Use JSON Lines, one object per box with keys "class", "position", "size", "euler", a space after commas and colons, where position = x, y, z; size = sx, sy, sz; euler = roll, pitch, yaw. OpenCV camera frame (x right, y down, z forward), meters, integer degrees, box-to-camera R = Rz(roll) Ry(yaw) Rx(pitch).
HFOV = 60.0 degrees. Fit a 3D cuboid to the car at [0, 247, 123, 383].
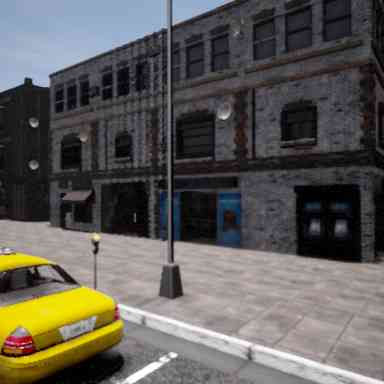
{"class": "car", "position": [-3.176, 1.544, 5.218], "size": [4.829, 1.417, 1.752], "euler": [0, -1, 36]}
